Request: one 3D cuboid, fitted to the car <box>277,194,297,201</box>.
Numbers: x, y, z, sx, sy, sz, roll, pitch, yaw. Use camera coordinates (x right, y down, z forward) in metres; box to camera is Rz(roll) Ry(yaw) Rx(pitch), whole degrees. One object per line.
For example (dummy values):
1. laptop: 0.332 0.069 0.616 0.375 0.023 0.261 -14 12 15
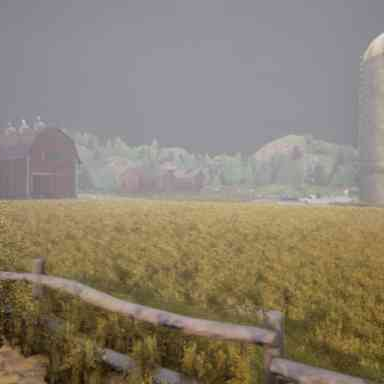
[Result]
1. car: 22.799 1.398 79.494 4.611 1.667 2.242 1 0 35
